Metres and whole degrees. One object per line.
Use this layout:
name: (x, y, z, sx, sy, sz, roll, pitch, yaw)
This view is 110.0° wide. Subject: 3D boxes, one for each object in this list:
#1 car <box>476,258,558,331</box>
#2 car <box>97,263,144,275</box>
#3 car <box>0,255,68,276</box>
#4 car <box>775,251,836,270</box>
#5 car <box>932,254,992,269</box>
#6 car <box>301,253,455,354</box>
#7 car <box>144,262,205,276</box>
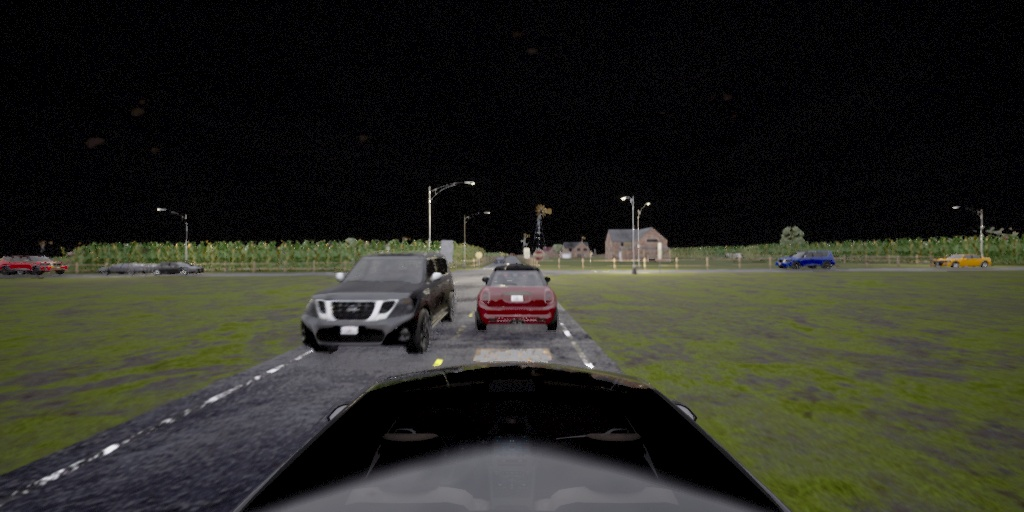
car: (0.132, 1.052, 10.940, 2.097, 1.767, 4.553, 0, 0, 0)
car: (-44.497, 1.485, 41.472, 5.357, 1.411, 2.033, 0, 0, 1)
car: (-51.861, 0.949, 38.847, 5.566, 2.045, 2.150, -1, 0, 1)
car: (32.631, 0.491, 39.913, 5.566, 2.045, 2.150, -1, 0, 1)
car: (49.407, 0.529, 39.469, 5.008, 1.535, 1.882, 0, 0, 1)
car: (-2.821, 0.931, 9.011, 2.150, 2.045, 5.566, 0, 0, 0)
car: (-35.782, 1.369, 38.423, 4.892, 1.490, 1.837, 0, 0, 1)
